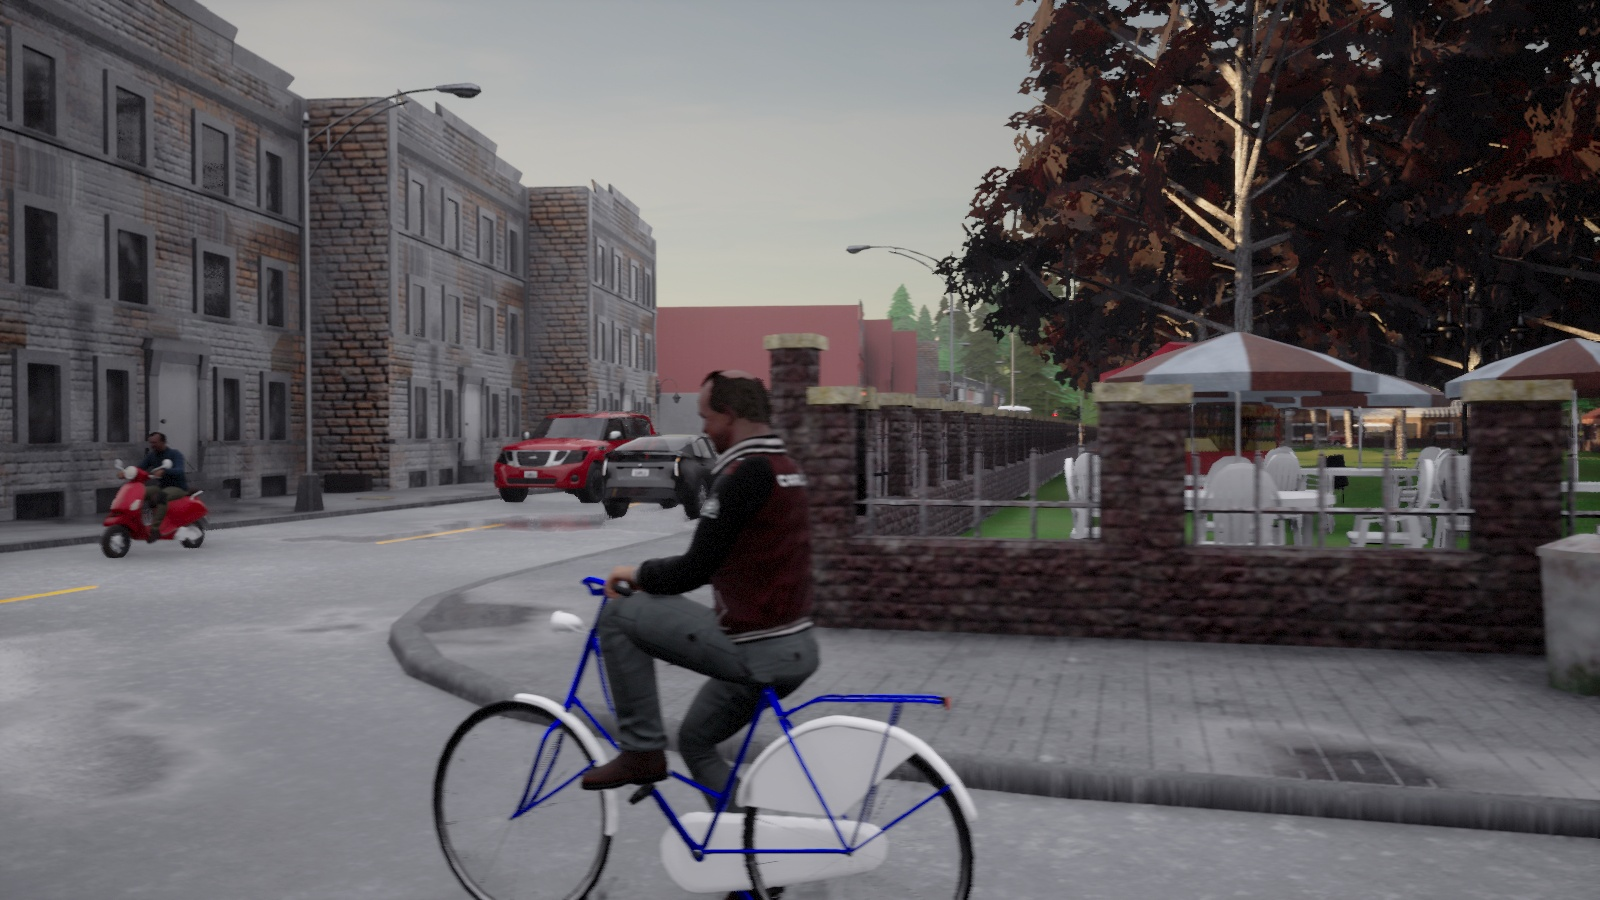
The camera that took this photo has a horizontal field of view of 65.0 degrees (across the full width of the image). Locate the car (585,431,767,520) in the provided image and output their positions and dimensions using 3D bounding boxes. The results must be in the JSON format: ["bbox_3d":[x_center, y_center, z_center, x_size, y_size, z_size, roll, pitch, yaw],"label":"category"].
[{"bbox_3d":[-2.245,0.399,24.072,2.007,1.525,4.514,0,1,15],"label":"car"}]

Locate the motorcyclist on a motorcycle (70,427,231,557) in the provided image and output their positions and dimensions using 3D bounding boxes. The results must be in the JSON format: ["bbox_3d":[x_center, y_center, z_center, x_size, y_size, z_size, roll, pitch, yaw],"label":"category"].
[{"bbox_3d":[-8.413,0.496,16.364,0.866,1.590,1.817,0,1,15],"label":"motorcyclist on a motorcycle"}]

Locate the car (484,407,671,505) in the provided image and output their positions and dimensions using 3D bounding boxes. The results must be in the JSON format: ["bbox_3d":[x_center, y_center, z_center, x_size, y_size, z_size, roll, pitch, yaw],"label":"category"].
[{"bbox_3d":[-5.005,0.081,29.268,2.150,2.045,5.566,0,1,15],"label":"car"}]

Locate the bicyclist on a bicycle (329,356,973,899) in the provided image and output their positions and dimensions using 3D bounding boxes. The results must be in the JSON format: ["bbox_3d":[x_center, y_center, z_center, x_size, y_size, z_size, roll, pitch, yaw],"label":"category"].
[{"bbox_3d":[-0.461,0.638,3.850,1.843,1.776,0.659,1,0,21],"label":"bicyclist on a bicycle"}]
